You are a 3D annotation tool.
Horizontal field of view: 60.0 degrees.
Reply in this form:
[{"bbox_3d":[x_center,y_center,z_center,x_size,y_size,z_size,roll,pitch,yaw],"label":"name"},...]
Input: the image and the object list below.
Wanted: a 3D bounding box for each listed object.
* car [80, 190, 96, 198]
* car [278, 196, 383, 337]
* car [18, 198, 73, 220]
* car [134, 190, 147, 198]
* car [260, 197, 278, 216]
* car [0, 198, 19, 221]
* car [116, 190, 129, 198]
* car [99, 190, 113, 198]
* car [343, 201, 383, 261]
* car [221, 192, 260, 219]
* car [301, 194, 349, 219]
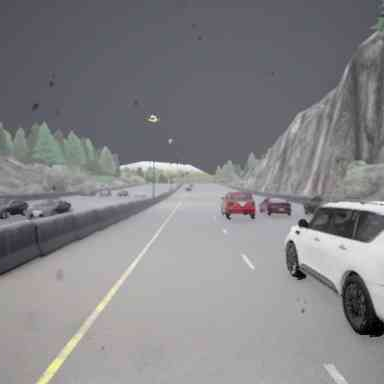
[{"bbox_3d":[-20.996,0.374,67.509,2.033,1.411,5.357,0,2,0],"label":"car"},{"bbox_3d":[3.593,1.180,6.702,2.150,2.045,5.566,0,0,0],"label":"car"},{"bbox_3d":[-10.596,1.256,25.104,2.128,1.511,4.902,0,1,0],"label":"car"},{"bbox_3d":[-10.496,0.359,67.546,1.812,1.442,4.674,0,2,0],"label":"car"},{"bbox_3d":[7.099,1.189,28.797,1.882,1.535,5.008,0,1,0],"label":"car"},{"bbox_3d":[-14.096,1.256,25.101,2.128,1.511,4.902,0,1,0],"label":"car"},{"bbox_3d":[-13.996,0.334,67.507,1.837,1.490,4.892,0,2,0],"label":"car"},{"bbox_3d":[-17.496,0.358,67.508,1.812,1.442,4.674,0,2,0],"label":"car"},{"bbox_3d":[7.097,1.278,10.997,2.097,1.767,4.553,0,1,0],"label":"car"},{"bbox_3d":[3.600,0.969,26.405,2.150,2.045,5.566,0,1,0],"label":"car"},{"bbox_3d":[10.598,1.092,26.941,2.097,1.767,4.553,0,1,0],"label":"car"}]
